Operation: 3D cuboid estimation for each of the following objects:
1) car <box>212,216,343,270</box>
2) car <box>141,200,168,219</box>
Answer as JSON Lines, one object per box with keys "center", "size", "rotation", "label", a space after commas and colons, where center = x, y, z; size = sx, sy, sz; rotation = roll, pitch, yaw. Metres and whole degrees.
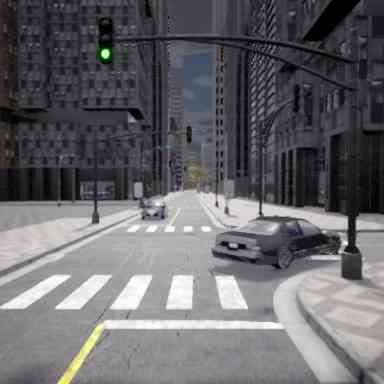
{"center": [3.031, 1.529, 11.075], "size": [5.357, 1.411, 2.033], "rotation": [-1, 1, -42], "label": "car"}
{"center": [-3.069, 1.397, 27.848], "size": [2.128, 1.511, 4.902], "rotation": [0, 0, 0], "label": "car"}
